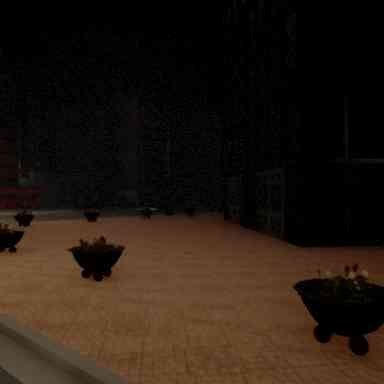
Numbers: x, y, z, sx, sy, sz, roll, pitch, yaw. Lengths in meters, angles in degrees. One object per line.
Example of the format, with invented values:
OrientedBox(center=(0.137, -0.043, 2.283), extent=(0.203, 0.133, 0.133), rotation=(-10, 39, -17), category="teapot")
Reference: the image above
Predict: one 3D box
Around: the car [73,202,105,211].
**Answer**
OrientedBox(center=(-15.921, 2.190, 51.562), extent=(1.895, 1.301, 4.718), rotation=(0, -1, 39), category="car")

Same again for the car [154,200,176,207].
OrientedBox(center=(-5.290, 2.224, 64.798), extent=(1.994, 1.385, 4.181), rotation=(0, -1, 38), category="car")

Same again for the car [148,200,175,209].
OrientedBox(center=(-5.338, 2.325, 59.176), extent=(2.033, 1.411, 5.357), rotation=(0, -1, 39), category="car")
